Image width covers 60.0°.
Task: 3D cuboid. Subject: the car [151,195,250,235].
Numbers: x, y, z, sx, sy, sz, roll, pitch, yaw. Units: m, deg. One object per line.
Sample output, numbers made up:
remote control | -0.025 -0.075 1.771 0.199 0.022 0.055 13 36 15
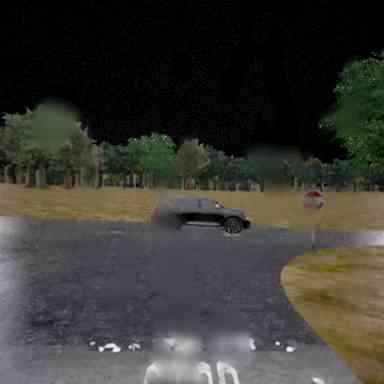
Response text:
car | 0.464 1.249 18.871 5.566 2.045 2.150 2 -2 -3
